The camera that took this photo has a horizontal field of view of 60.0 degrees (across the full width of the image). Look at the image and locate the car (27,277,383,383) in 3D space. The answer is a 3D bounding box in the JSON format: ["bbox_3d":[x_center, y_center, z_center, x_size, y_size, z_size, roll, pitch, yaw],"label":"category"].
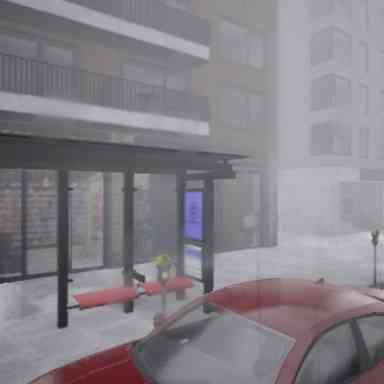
[{"bbox_3d":[0.666,1.546,2.873,4.507,1.381,1.887,0,0,-35],"label":"car"}]
